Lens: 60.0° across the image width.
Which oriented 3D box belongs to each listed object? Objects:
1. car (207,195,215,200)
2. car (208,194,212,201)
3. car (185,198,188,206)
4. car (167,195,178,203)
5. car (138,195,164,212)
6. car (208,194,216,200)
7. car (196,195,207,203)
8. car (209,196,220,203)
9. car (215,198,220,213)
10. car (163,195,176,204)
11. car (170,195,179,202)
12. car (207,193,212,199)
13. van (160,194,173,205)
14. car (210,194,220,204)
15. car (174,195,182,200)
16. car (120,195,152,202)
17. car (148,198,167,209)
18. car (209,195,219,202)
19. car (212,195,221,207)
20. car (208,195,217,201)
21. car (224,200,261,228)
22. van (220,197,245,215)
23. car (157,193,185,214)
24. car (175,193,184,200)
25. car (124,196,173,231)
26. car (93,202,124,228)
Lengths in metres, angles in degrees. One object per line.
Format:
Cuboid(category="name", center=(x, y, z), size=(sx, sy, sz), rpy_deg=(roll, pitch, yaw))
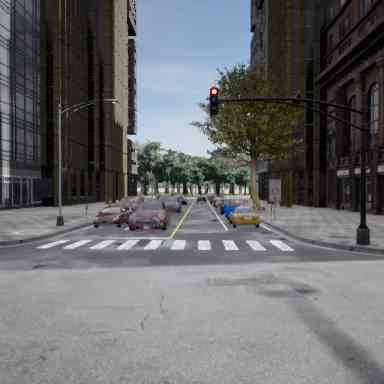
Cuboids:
Cuboid(category="car", center=(5.147, 1.379, 89.849), size=(1.947, 1.339, 4.313), rpy_deg=(0, 0, 2))
Cuboid(category="car", center=(4.257, 1.462, 55.786), size=(2.008, 1.369, 4.403), rpy_deg=(-1, 0, 2))
Cuboid(category="car", center=(-1.627, 1.521, 52.364), size=(1.895, 1.301, 4.718), rpy_deg=(0, 0, 2))
Cuboid(category="car", center=(-3.969, 1.425, 67.358), size=(1.887, 1.381, 4.507), rpy_deg=(0, 0, 2))
Cuboid(category="car", center=(-4.713, 1.268, 38.970), size=(2.192, 1.841, 5.009), rpy_deg=(-1, 0, 2))
Cuboid(category="car", center=(5.002, 1.355, 84.342), size=(1.752, 1.417, 4.829), rpy_deg=(0, 0, 2))
Cuboid(category="car", center=(1.864, 1.389, 65.866), size=(1.837, 1.490, 4.892), rpy_deg=(0, 0, 2))
Cuboid(category="car", center=(4.553, 1.431, 67.141), size=(2.008, 1.369, 4.403), rpy_deg=(-1, 0, 2))
Cuboid(category="car", center=(3.664, 1.531, 33.077), size=(1.947, 1.339, 4.313), rpy_deg=(-1, 0, 2))
Cuboid(category="car", center=(-4.118, 1.336, 61.680), size=(1.967, 1.590, 4.097), rpy_deg=(0, 0, 2))
Cuboid(category="car", center=(-3.820, 1.446, 73.036), size=(1.802, 1.307, 4.206), rpy_deg=(0, 0, 2))
Cuboid(category="car", center=(4.403, 1.211, 61.463), size=(2.192, 1.841, 5.009), rpy_deg=(-1, 0, 2))
Cuboid(category="van", center=(-4.267, 1.252, 56.003), size=(1.690, 1.788, 3.998), rpy_deg=(0, 0, 2))
Cuboid(category="car", center=(4.109, 1.471, 50.109), size=(1.887, 1.381, 4.507), rpy_deg=(-1, 0, 2))
Cuboid(category="car", center=(-3.524, 1.375, 84.391), size=(1.887, 1.381, 4.507), rpy_deg=(0, 0, 2))
Cuboid(category="car", center=(-5.010, 1.290, 27.614), size=(2.192, 1.841, 5.009), rpy_deg=(-1, 0, 2))
Cuboid(category="car", center=(-4.562, 1.491, 44.648), size=(2.008, 1.369, 4.403), rpy_deg=(-1, 0, 2))
Cuboid(category="car", center=(4.702, 1.415, 72.817), size=(2.008, 1.369, 4.403), rpy_deg=(0, 0, 2))
Cuboid(category="car", center=(3.965, 1.465, 44.602), size=(1.752, 1.417, 4.829), rpy_deg=(-1, 0, 2))
Cuboid(category="car", center=(4.850, 1.429, 78.495), size=(1.802, 1.307, 4.206), rpy_deg=(0, 0, 2))
Cuboid(category="car", center=(3.371, 1.508, 21.892), size=(1.752, 1.417, 4.829), rpy_deg=(-1, 0, 2))
Cuboid(category="van", center=(3.513, 1.316, 27.400), size=(1.690, 1.788, 3.998), rpy_deg=(-1, 0, 2))
Cuboid(category="car", center=(-2.151, 1.314, 34.585), size=(2.097, 1.767, 4.553), rpy_deg=(0, 0, 2))
Cuboid(category="car", center=(-3.378, 1.128, 90.068), size=(2.192, 1.841, 5.009), rpy_deg=(0, 0, 2))
Cuboid(category="car", center=(-2.473, 1.339, 20.198), size=(2.097, 1.767, 4.553), rpy_deg=(0, 0, 0))
Cuboid(category="car", center=(-5.155, 1.565, 21.936), size=(1.802, 1.307, 4.206), rpy_deg=(-1, 0, 2))
